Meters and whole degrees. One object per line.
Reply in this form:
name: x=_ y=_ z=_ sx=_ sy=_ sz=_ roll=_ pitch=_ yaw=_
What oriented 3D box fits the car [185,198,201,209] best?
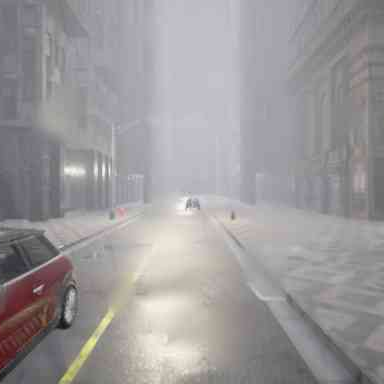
car: x=0.112 y=1.485 z=44.770 sx=1.812 sy=1.442 sz=4.674 roll=0 pitch=0 yaw=0

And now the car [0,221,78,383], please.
car: x=-3.051 y=1.353 z=3.927 sx=2.097 sy=1.767 sz=4.553 roll=0 pitch=0 yaw=0
